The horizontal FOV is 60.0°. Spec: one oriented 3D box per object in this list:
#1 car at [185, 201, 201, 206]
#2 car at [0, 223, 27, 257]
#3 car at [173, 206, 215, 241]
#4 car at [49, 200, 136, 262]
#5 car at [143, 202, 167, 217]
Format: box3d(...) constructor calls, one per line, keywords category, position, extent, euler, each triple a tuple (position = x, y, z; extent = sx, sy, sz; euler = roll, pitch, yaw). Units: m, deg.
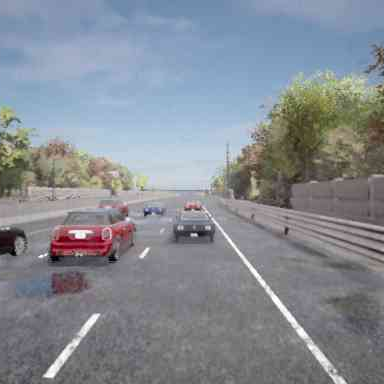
box3d(category="car", position=(0.105, 1.636, 37.999), extent=(1.895, 1.301, 4.718), euler=(0, 0, 0))
box3d(category="car", position=(-6.902, 1.497, 10.130), extent=(2.128, 1.511, 4.902), euler=(0, 0, 0))
box3d(category="car", position=(0.105, 1.613, 16.874), extent=(1.895, 1.301, 4.718), euler=(0, 0, 0))
box3d(category="car", position=(-3.400, 1.359, 12.282), extent=(2.097, 1.767, 4.553), euler=(0, 0, 0))
box3d(category="car", position=(-3.396, 1.627, 31.658), extent=(1.895, 1.301, 4.718), euler=(0, 0, 0))
